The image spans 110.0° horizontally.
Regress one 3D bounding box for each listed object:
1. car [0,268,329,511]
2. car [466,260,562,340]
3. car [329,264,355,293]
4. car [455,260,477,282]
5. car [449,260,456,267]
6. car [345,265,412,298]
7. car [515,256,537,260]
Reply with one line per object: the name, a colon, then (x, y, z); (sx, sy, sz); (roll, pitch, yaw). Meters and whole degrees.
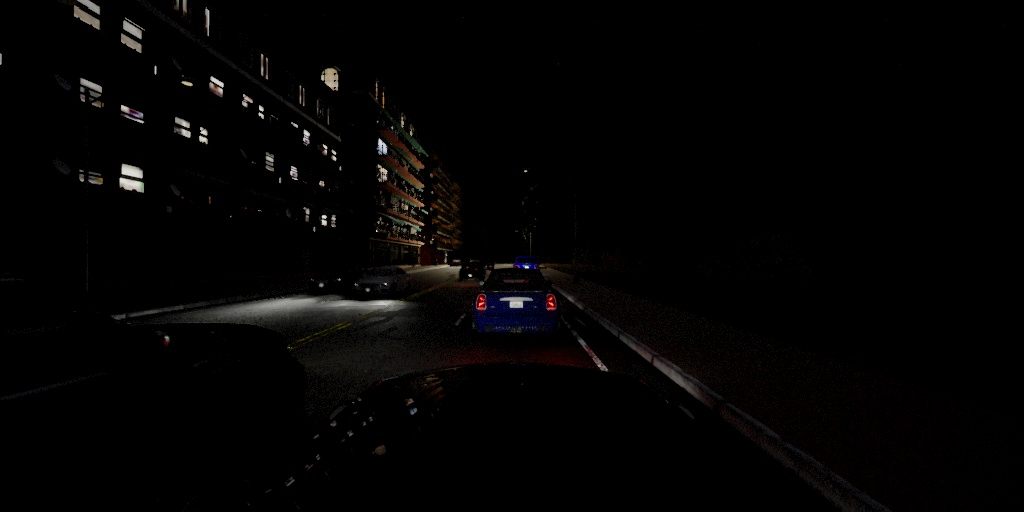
car: (-3.152, 0.971, 1.222); (2.150, 2.045, 5.566); (0, 0, 0)
car: (0.099, 1.103, 10.122); (2.097, 1.767, 4.553); (0, 0, 0)
car: (-9.849, 1.244, 20.973); (2.128, 1.511, 4.902); (0, 0, 0)
car: (-3.147, 1.254, 29.255); (1.837, 1.490, 4.892); (0, -1, 0)
car: (-9.803, 1.316, 63.667); (1.994, 1.385, 4.181); (0, 0, 0)
car: (-6.601, 1.278, 18.733); (1.812, 1.442, 4.674); (0, 0, 0)
car: (1.140, 0.979, 30.076); (2.150, 2.045, 5.566); (0, 0, 0)
